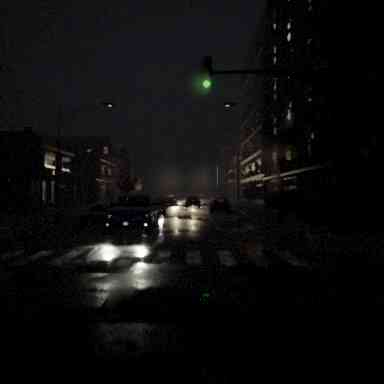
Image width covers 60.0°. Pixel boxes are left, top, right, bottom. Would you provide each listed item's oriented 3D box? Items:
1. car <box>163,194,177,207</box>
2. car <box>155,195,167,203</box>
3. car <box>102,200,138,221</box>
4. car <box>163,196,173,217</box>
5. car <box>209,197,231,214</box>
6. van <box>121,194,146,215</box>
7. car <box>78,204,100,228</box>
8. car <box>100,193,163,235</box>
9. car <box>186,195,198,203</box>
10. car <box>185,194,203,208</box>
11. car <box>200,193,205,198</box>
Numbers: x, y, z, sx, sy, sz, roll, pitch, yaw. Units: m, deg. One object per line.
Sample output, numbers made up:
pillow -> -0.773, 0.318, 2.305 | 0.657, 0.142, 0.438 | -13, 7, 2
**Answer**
car -> -3.054, 1.287, 44.154 | 1.994, 1.385, 4.181 | 0, 0, 0
car -> -5.657, 1.202, 60.827 | 1.802, 1.307, 4.206 | 1, 0, 0
car -> -5.668, 1.377, 26.706 | 1.887, 1.381, 4.507 | 1, 0, 0
car -> -3.077, 1.364, 29.223 | 2.033, 1.411, 5.357 | 0, 0, 0
car -> 2.716, 1.236, 32.451 | 1.967, 1.590, 4.097 | 1, 0, 0
van -> -5.662, 1.137, 32.392 | 1.690, 1.788, 3.998 | 1, 0, 0
car -> -5.746, 1.412, 21.025 | 1.887, 1.381, 4.507 | 1, 0, 0
car -> -3.087, 1.106, 18.337 | 2.150, 2.045, 5.566 | 0, 0, 1
car -> 0.019, 1.192, 59.518 | 1.994, 1.385, 4.181 | 0, 0, 0
car -> 0.113, 1.327, 43.567 | 1.895, 1.301, 4.718 | 0, 0, 0
car -> 2.735, 0.936, 95.174 | 1.752, 1.417, 4.829 | 1, 0, 0
